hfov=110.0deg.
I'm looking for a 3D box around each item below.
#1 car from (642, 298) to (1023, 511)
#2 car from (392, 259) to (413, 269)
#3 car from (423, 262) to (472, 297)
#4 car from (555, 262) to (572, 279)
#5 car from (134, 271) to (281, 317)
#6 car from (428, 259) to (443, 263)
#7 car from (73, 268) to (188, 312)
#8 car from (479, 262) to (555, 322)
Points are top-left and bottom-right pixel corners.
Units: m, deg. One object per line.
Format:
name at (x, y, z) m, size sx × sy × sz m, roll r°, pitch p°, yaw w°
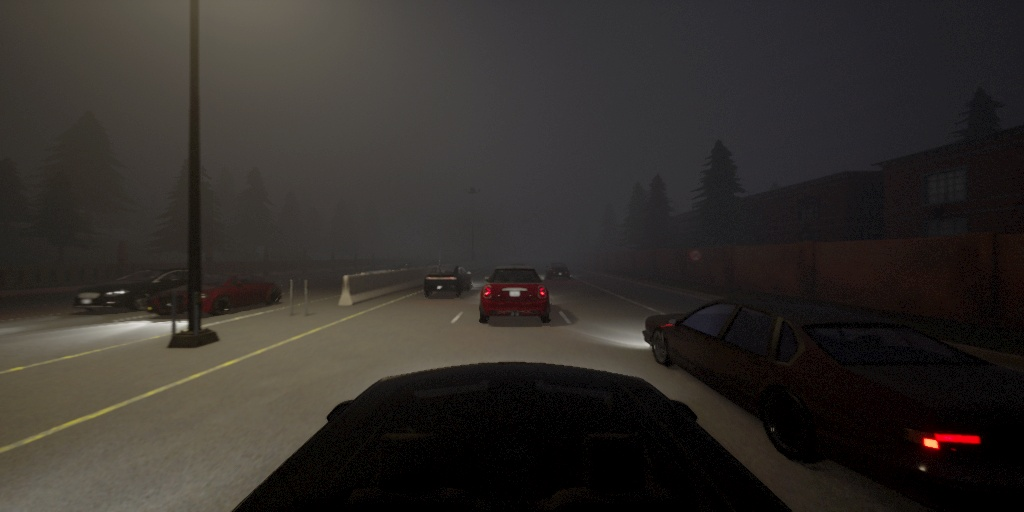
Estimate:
car at (3.585, 1.295, 4.894) m, size 2.033 × 1.411 × 5.357 m, roll 0°, pitch 0°, yaw 0°
car at (-16.490, 1.240, 54.196) m, size 2.128 × 1.511 × 4.902 m, roll 0°, pitch 0°, yaw 2°
car at (-3.299, 1.241, 19.016) m, size 2.128 × 1.511 × 4.902 m, roll 0°, pitch 0°, yaw 1°
car at (4.033, 1.266, 31.789) m, size 1.812 × 1.442 × 4.674 m, roll 0°, pitch 0°, yaw 2°
car at (-10.588, 1.319, 13.164) m, size 1.994 × 1.385 × 4.181 m, roll 0°, pitch 0°, yaw 0°
car at (-12.802, 1.239, 59.918) m, size 2.128 × 1.511 × 4.902 m, roll 0°, pitch 0°, yaw 2°
car at (-14.081, 1.249, 14.342) m, size 2.128 × 1.511 × 4.902 m, roll 0°, pitch 0°, yaw 1°
car at (0.099, 1.099, 12.398) m, size 2.097 × 1.767 × 4.553 m, roll 0°, pitch 0°, yaw 0°
